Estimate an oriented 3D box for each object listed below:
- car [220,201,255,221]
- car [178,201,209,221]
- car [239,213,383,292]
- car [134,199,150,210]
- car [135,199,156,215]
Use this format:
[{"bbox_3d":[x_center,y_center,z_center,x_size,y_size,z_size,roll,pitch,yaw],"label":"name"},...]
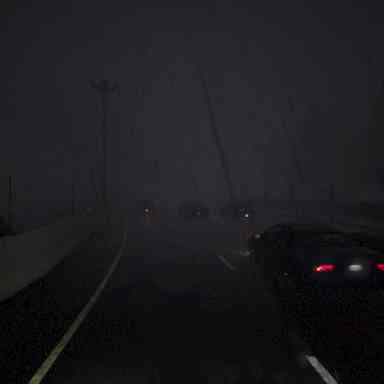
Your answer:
[{"bbox_3d":[3.651,1.505,27.240,1.837,1.490,4.892,0,0,-10],"label":"car"},{"bbox_3d":[0.045,1.477,27.515,1.882,1.535,5.008,0,0,-10],"label":"car"},{"bbox_3d":[3.003,1.547,9.071,2.033,1.411,5.357,0,0,-5],"label":"car"},{"bbox_3d":[-6.723,1.601,44.628,1.895,1.301,4.718,0,0,-11],"label":"car"},{"bbox_3d":[-4.800,1.505,34.394,1.837,1.490,4.892,0,0,-11],"label":"car"}]
